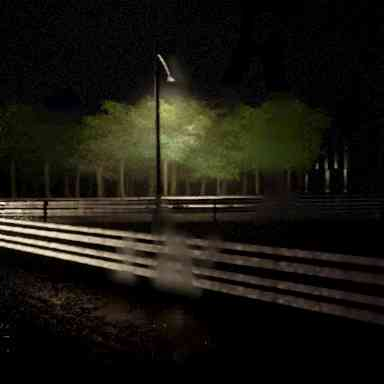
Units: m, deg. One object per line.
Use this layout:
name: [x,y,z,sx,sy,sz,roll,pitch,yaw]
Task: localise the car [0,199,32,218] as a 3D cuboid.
car: [-15.226,1.263,26.553,4.792,1.488,2.163,0,0,11]
